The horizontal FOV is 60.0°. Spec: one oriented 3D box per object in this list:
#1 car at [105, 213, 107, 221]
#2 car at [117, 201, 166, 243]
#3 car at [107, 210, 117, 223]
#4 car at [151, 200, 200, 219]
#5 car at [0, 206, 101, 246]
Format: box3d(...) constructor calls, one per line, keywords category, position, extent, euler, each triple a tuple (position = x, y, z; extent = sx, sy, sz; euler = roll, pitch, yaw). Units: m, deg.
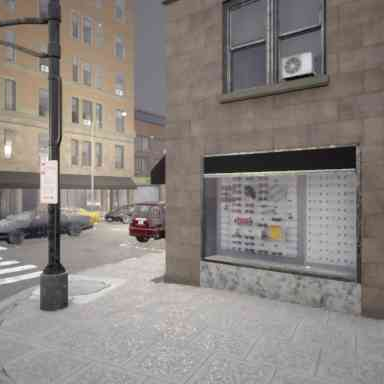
box3d(category="car", position=(-7.771, 1.519, 20.076), extent=(1.752, 1.417, 4.829), euler=(0, 0, 35))
box3d(category="car", position=(-0.691, 1.306, 15.322), extent=(2.192, 1.841, 5.009), euler=(0, 0, 35))
box3d(category="car", position=(-4.444, 1.548, 24.857), extent=(1.947, 1.339, 4.313), euler=(0, 0, 35))
box3d(category="car", position=(-1.311, 1.496, 29.359), extent=(1.752, 1.417, 4.829), euler=(0, 0, 35))
box3d(category="car", position=(-7.240, 1.546, 15.830), extent=(2.033, 1.411, 5.357), euler=(0, 0, 32))
